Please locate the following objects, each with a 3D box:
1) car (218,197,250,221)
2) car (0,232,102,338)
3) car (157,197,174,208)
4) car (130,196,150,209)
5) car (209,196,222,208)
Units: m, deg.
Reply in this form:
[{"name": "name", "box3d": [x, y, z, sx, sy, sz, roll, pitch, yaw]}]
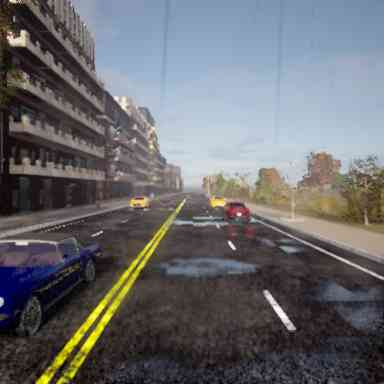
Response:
[{"name": "car", "box3d": [3.334, 1.402, 25.718, 1.812, 1.442, 4.674, 0, 0, 0]}, {"name": "car", "box3d": [-3.337, 1.567, 6.657, 1.895, 1.301, 4.718, 0, 0, 0]}, {"name": "car", "box3d": [-3.344, 1.361, 43.434, 1.994, 1.385, 4.181, 0, 0, 0]}, {"name": "car", "box3d": [-6.598, 1.278, 42.462, 1.882, 1.535, 5.008, 0, 0, 0]}, {"name": "car", "box3d": [3.332, 1.275, 43.019, 1.882, 1.535, 5.008, 0, 0, 0]}]
